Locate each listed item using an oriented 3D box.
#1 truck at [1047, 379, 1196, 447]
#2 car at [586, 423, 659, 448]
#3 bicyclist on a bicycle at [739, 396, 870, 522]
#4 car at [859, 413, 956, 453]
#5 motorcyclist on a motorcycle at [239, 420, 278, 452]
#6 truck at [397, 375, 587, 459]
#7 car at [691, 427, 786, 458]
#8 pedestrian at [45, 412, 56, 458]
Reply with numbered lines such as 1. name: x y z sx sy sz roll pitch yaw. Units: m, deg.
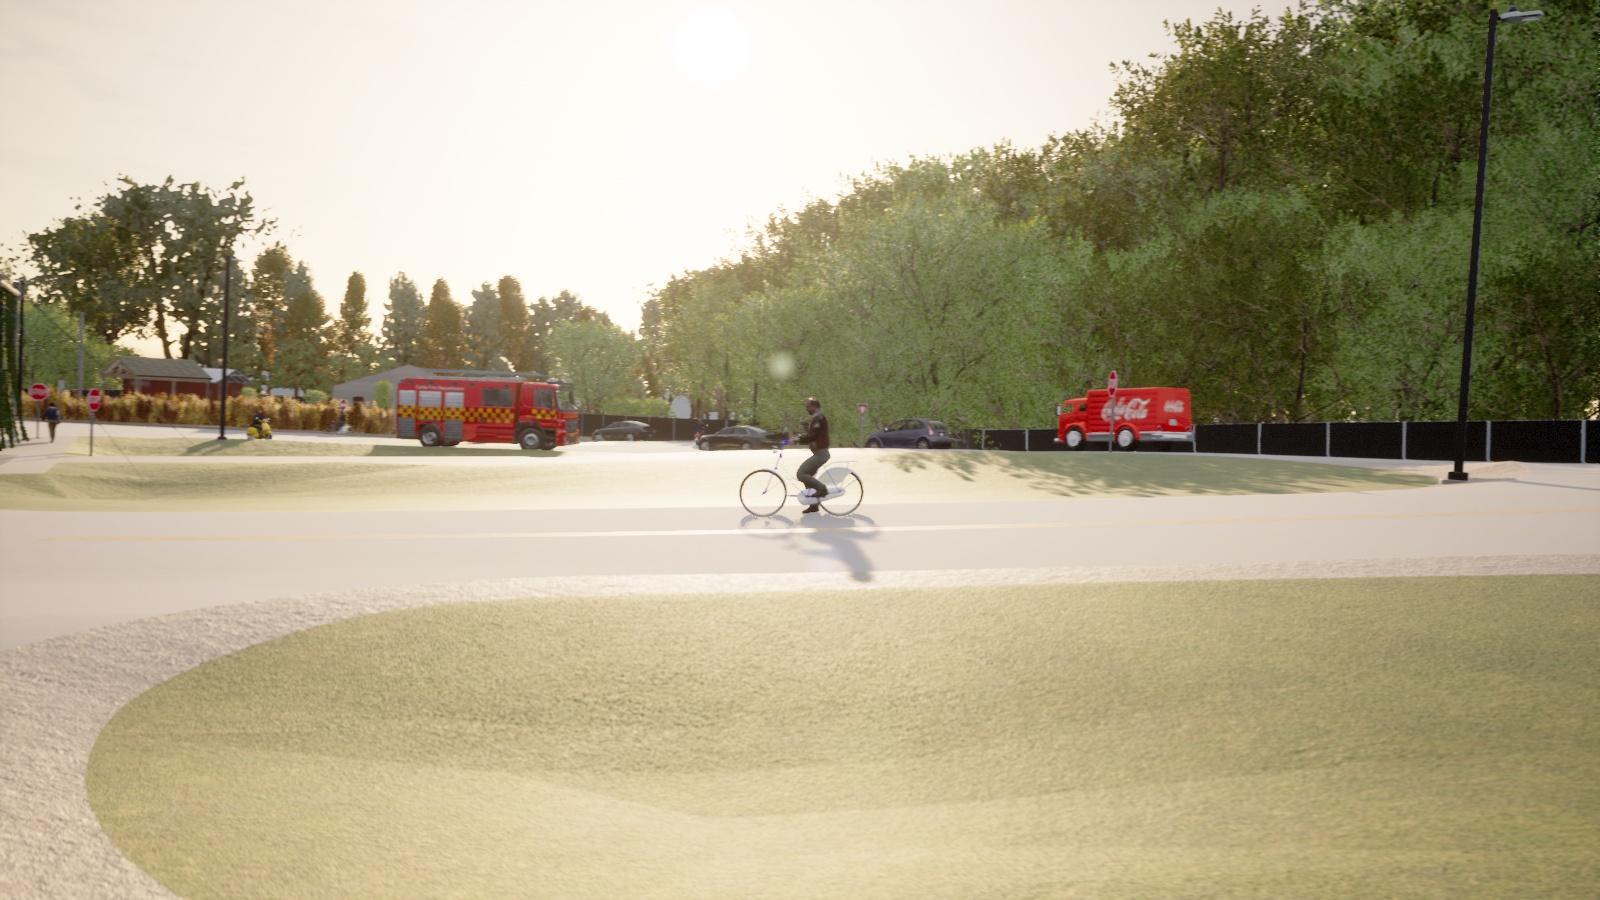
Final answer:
1. truck: 12.758 -1.398 50.173 2.627 2.467 5.204 -1 0 -39
2. car: -12.164 -0.974 85.834 4.892 1.490 1.837 -2 -1 33
3. bicyclist on a bicycle: 0.055 0.114 18.414 1.843 1.776 0.659 -2 3 -3
4. car: 4.875 -0.748 57.324 3.988 1.617 1.851 -3 -1 39
5. motorcyclist on a motorcycle: -27.157 -0.700 62.985 1.817 1.590 0.866 0 0 27
6. truck: -14.965 -1.647 61.245 8.468 3.827 2.891 2 3 7
7. car: -3.168 -0.420 63.808 4.892 1.490 1.837 2 2 40
8. pedestrian: -32.650 -0.657 54.708 0.423 1.949 0.788 1 3 -31
